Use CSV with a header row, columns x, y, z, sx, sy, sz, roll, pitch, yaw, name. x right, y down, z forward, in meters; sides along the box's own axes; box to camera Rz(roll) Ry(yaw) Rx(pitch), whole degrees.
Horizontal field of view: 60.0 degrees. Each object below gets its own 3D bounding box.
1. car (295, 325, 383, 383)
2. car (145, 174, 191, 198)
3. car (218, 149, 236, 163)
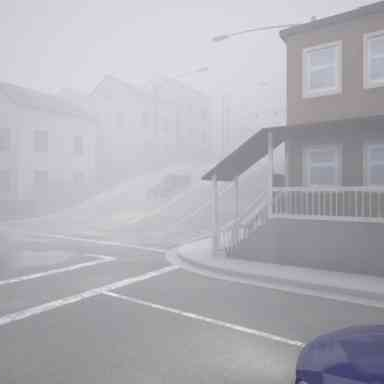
x,y,z,sx,sy,sz,roll,pitch,yaw,name
2.949,1.526,1.860,4.674,1.442,1.812,0,0,36,car
-2.080,-0.661,29.033,1.895,1.301,4.718,0,21,34,car
4.775,-4.173,38.905,1.837,1.490,4.892,0,11,35,car
